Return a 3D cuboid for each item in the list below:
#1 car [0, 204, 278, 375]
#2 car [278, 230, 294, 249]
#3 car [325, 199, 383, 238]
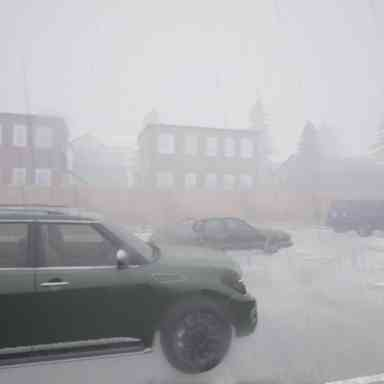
[{"bbox_3d":[-1.888,1.210,4.610,5.566,2.045,2.150,1,0,-16],"label":"car"},{"bbox_3d":[1.121,1.606,12.759,5.357,1.411,2.033,1,0,-16],"label":"car"},{"bbox_3d":[10.415,1.431,19.083,5.566,2.045,2.150,1,0,-16],"label":"car"}]
